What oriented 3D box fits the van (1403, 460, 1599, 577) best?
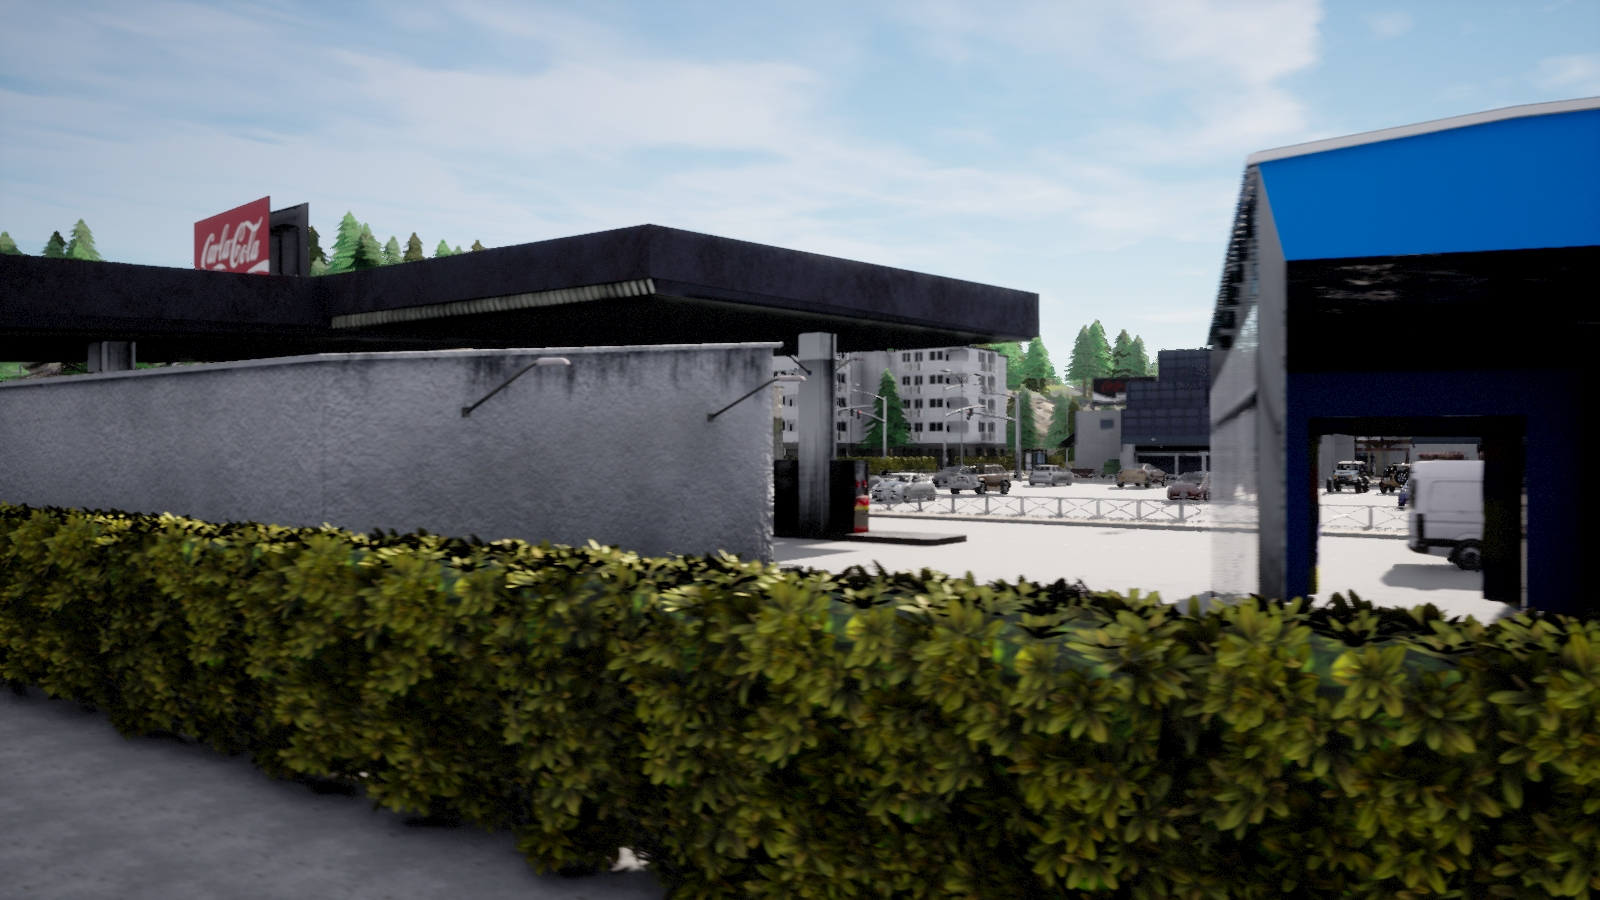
[{"bbox_3d":[17.479,1.535,26.614,5.915,2.561,1.988,0,0,22],"label":"van"}]
